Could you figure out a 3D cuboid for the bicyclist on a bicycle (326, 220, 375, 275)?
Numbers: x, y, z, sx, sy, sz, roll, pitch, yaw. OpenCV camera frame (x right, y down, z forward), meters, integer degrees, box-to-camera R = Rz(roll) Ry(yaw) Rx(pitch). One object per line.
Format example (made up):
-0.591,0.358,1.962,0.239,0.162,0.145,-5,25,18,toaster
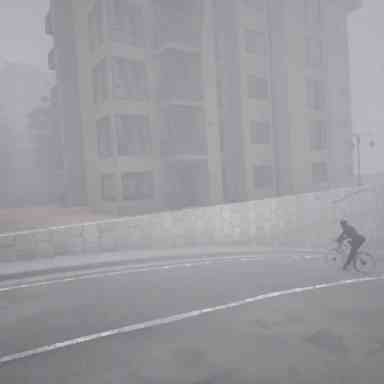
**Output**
4.922,1.715,10.452,0.582,1.620,1.656,5,-5,-32,bicyclist on a bicycle
